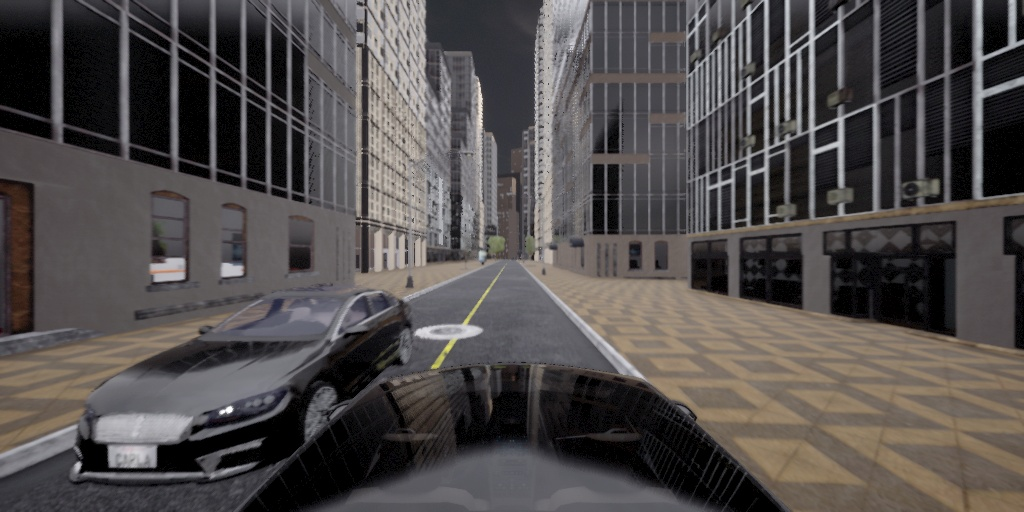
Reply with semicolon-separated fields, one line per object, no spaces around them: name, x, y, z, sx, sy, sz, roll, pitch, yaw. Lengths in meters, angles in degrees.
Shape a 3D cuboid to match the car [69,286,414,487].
car;-2.832;1.233;5.134;2.128;1.511;4.902;0;0;0
